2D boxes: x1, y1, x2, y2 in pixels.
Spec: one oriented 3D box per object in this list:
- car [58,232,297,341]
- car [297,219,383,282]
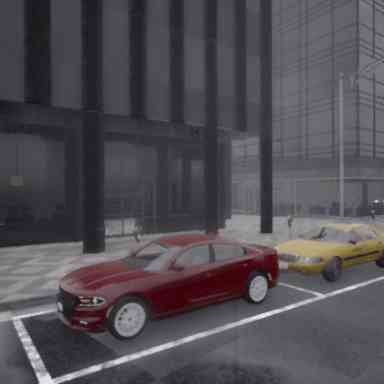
[{"bbox_3d":[-0.220,1.536,6.498,4.507,1.381,1.887,0,0,-36],"label":"car"},{"bbox_3d":[4.236,1.505,9.677,4.829,1.417,1.752,0,0,-36],"label":"car"}]
